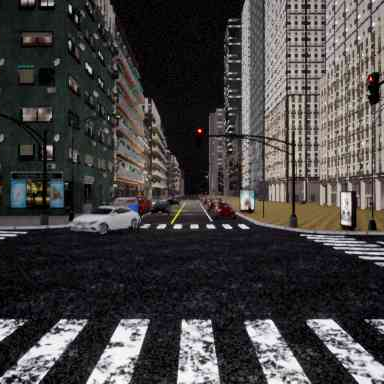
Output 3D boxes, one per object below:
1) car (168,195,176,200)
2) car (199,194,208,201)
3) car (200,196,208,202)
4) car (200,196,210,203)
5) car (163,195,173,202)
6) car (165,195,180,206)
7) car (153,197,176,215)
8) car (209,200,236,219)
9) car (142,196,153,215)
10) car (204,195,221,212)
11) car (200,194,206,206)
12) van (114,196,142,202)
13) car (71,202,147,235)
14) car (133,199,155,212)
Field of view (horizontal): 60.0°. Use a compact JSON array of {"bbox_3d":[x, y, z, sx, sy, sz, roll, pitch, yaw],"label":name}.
[{"bbox_3d":[-5.570,1.639,94.801,1.947,1.339,4.313,0,0,0],"label":"car"},{"bbox_3d":[2.799,1.373,83.735,2.192,1.841,5.009,0,0,0],"label":"car"},{"bbox_3d":[2.791,1.633,78.207,1.802,1.307,4.206,0,0,0],"label":"car"},{"bbox_3d":[2.784,1.590,72.679,1.887,1.381,4.507,0,0,0],"label":"car"},{"bbox_3d":[-5.589,1.491,78.218,1.967,1.590,4.097,0,0,0],"label":"car"},{"bbox_3d":[-3.014,1.590,53.930,1.994,1.385,4.181,0,0,0],"label":"car"},{"bbox_3d":[-3.058,1.560,34.413,2.033,1.411,5.357,0,0,0],"label":"car"},{"bbox_3d":[2.731,1.591,28.458,1.802,1.307,4.206,0,0,0],"label":"car"},{"bbox_3d":[-5.641,1.327,33.997,2.192,1.841,5.009,0,0,0],"label":"car"},{"bbox_3d":[2.745,1.455,39.514,1.967,1.590,4.097,0,0,0],"label":"car"},{"bbox_3d":[2.765,1.467,56.097,1.967,1.590,4.097,0,0,0],"label":"car"},{"bbox_3d":[-5.648,1.351,28.469,1.690,1.788,3.998,0,0,0],"label":"van"},{"bbox_3d":[-4.764,1.530,19.066,1.812,1.442,4.674,1,0,25],"label":"car"},{"bbox_3d":[-5.636,1.560,39.525,1.887,1.381,4.507,0,0,0],"label":"car"}]
